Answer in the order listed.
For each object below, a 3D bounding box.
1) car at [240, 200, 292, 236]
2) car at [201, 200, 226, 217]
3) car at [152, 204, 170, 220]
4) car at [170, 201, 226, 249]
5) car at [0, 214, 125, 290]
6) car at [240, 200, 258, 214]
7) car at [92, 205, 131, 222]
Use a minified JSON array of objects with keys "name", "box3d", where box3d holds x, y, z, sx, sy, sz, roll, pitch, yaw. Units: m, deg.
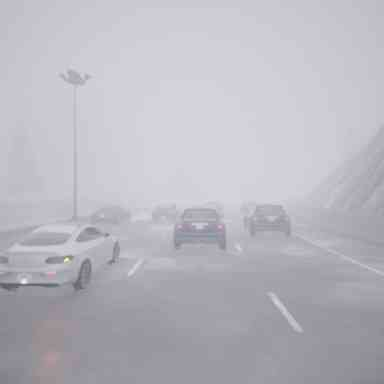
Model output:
[{"name":"car","box3d":[4.132,1.398,18.838,2.097,1.767,4.553,0,0,4]},{"name":"car","box3d":[2.289,1.629,34.217,2.033,1.411,5.357,0,0,9]},{"name":"car","box3d":[-2.019,1.668,28.413,1.895,1.301,4.718,0,0,7]},{"name":"car","box3d":[0.394,1.388,14.940,2.097,1.767,4.553,0,0,3]},{"name":"car","box3d":[-3.327,1.547,9.000,1.812,1.442,4.674,0,0,1]},{"name":"car","box3d":[6.562,1.656,38.403,1.994,1.385,4.181,0,0,10]},{"name":"car","box3d":[-5.916,1.622,24.660,1.994,1.385,4.181,0,0,5]}]
